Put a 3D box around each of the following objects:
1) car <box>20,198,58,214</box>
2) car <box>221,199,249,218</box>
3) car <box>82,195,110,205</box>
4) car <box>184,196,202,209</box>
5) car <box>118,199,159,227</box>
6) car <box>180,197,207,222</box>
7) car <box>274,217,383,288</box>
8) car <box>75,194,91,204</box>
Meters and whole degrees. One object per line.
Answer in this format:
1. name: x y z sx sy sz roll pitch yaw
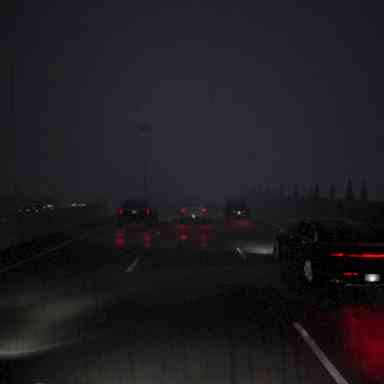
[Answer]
1. car: -14.099 1.302 30.920 1.837 1.490 4.892 0 0 0
2. car: 3.592 1.323 27.804 1.837 1.490 4.892 0 0 0
3. car: -10.587 1.353 37.912 1.895 1.301 4.718 0 0 0
4. car: 0.089 1.277 41.277 2.033 1.411 5.357 0 0 0
5. car: -3.406 1.209 21.782 2.097 1.767 4.553 0 0 0
6. car: 0.094 1.366 24.379 1.812 1.442 4.674 0 0 0
7. car: 3.598 1.445 9.059 1.837 1.490 4.892 0 0 0
8. car: -17.544 1.120 54.638 1.882 1.535 5.008 0 0 0
